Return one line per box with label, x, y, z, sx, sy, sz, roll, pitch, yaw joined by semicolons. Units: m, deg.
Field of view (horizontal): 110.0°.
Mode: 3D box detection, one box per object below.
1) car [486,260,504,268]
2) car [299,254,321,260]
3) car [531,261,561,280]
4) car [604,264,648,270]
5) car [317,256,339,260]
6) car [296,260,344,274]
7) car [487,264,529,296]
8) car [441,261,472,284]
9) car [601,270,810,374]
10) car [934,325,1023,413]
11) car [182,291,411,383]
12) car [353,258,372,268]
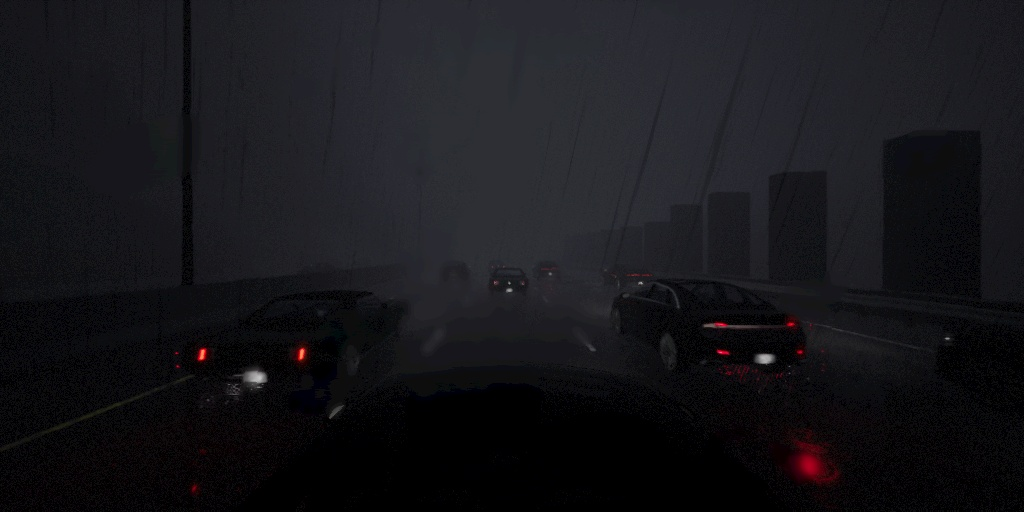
car;-1.757;1.153;39.556;2.033;1.411;5.357;0;0;-7
car;-28.689;0.790;51.085;2.150;2.045;5.566;0;0;-12
car;2.767;1.149;29.295;1.837;1.490;4.892;0;0;-4
car;6.730;1.179;21.295;1.837;1.490;4.892;0;0;-2
car;-24.873;1.094;49.747;1.812;1.442;4.674;0;0;-11
car;-14.871;1.215;27.762;1.994;1.385;4.181;0;0;-4
car;-0.187;1.285;18.904;1.895;1.301;4.718;0;0;-2
car;-4.030;1.134;26.247;1.882;1.535;5.008;0;0;-3
car;3.530;1.219;7.466;2.128;1.511;4.902;0;0;-1
car;7.072;1.236;3.131;2.128;1.511;4.902;0;0;0
car;-3.458;1.331;7.032;1.895;1.301;4.718;0;0;-1
car;-21.834;1.051;52.477;2.128;1.511;4.902;0;0;-12
